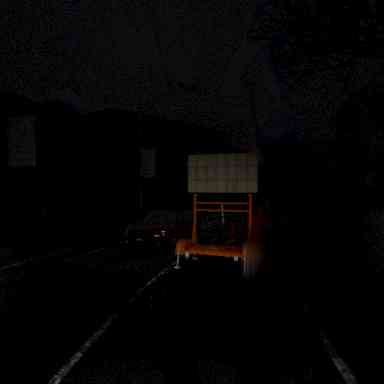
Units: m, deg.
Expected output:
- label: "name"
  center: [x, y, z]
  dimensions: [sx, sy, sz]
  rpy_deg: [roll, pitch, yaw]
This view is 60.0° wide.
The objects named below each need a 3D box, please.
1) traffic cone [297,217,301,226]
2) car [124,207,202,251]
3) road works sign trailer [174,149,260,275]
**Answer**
- label: "traffic cone"
  center: [7.175, 1.984, 22.224]
  dimensions: [0.340, 0.580, 0.340]
  rpy_deg: [1, 0, 21]
- label: "car"
  center: [-1.076, 1.455, 14.393]
  dimensions: [1.882, 1.535, 5.008]
  rpy_deg: [0, 0, 19]
- label: "road works sign trailer"
  center: [1.012, 0.461, 10.684]
  dimensions: [2.380, 3.560, 2.880]
  rpy_deg: [0, 0, 21]
